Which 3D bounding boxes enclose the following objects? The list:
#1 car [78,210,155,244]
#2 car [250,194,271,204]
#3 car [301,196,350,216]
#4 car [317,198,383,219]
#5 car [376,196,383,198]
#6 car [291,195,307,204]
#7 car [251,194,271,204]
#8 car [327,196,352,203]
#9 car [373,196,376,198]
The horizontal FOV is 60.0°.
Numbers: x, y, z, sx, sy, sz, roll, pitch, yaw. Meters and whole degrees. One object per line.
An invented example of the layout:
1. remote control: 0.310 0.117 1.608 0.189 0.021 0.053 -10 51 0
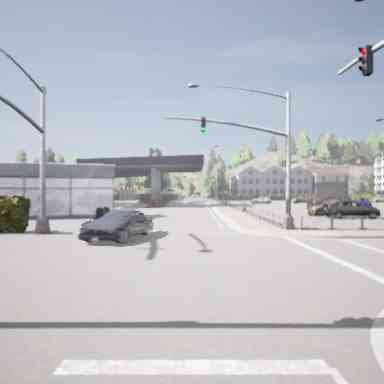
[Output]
1. car: -3.493 1.614 16.635 2.033 1.411 5.357 0 0 13
2. car: 14.152 1.422 68.730 3.866 1.878 1.905 0 0 0
3. car: 13.328 1.488 31.152 5.027 1.636 2.152 0 0 0
4. car: 13.359 1.481 28.015 4.514 1.523 2.007 0 0 0
5. car: 39.079 1.578 68.547 3.806 1.475 1.970 0 0 0
6. car: 21.997 1.426 65.388 4.605 1.855 1.932 0 0 0
7. car: 13.517 1.689 65.409 3.806 1.475 1.970 0 0 0
8. car: 32.056 1.662 72.258 4.514 1.523 2.007 0 0 0
9. car: 21.085 1.536 42.944 3.633 1.501 1.845 0 0 0
